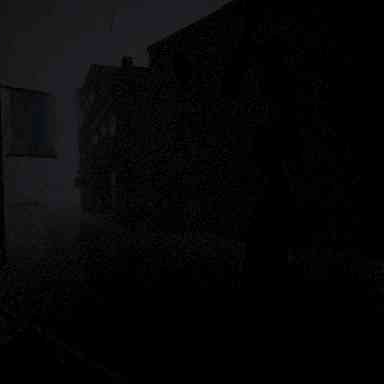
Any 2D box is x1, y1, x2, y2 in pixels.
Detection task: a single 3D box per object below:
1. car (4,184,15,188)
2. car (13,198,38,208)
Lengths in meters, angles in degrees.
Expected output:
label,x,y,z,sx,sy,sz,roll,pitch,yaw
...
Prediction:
label,x,y,z,sx,sy,sz,roll,pitch,yaw
car,-46.546,-1.384,81.272,2.231,1.521,4.892,-4,-2,6
car,-26.826,1.742,53.856,1.812,1.442,4.674,-4,-1,7
